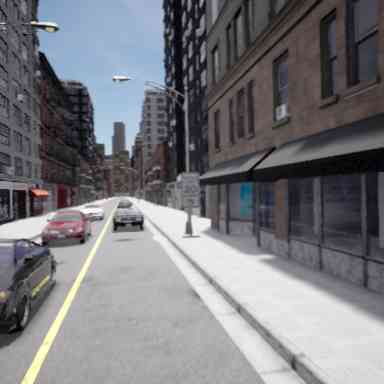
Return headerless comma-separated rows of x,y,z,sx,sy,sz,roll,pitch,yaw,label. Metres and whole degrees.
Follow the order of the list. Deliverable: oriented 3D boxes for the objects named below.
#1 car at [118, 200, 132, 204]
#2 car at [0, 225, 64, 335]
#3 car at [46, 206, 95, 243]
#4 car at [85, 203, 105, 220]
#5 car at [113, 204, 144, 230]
-9.497,1.806,47.340,1.994,1.385,4.181,-1,0,-12,car
-4.031,1.651,6.590,1.994,1.385,4.181,-1,0,-12,car
-6.131,1.661,16.686,1.812,1.442,4.674,-1,0,-12,car
-8.829,1.730,29.756,1.812,1.442,4.674,-1,0,-11,car
-4.251,1.699,22.144,1.895,1.301,4.718,-1,0,-12,car
